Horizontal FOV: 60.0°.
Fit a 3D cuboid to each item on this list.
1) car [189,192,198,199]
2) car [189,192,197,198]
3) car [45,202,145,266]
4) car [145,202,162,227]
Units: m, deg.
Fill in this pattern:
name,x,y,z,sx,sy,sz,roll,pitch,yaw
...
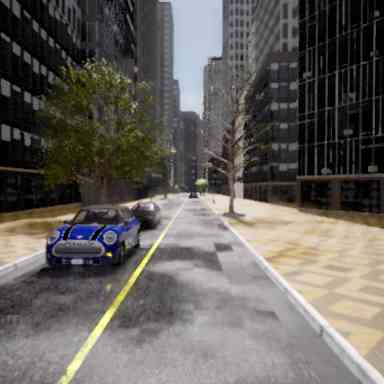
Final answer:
name,x,y,z,sx,sy,sz,roll,pitch,yaw
car,0.344,0.788,80.143,2.097,1.767,4.553,0,0,0
car,0.388,0.801,90.203,2.128,1.511,4.902,0,0,0
car,-3.056,1.253,11.136,2.097,1.767,4.553,0,0,0
car,-3.010,1.368,21.628,2.033,1.411,5.357,0,0,0
